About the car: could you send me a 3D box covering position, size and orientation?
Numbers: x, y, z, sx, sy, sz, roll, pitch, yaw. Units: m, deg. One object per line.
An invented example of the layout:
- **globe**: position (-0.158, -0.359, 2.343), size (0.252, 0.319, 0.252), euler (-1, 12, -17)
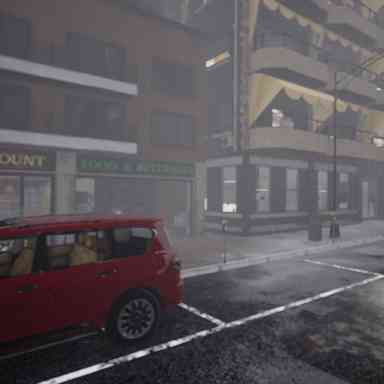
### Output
- **car**: position (-2.442, 1.314, 4.800), size (5.009, 1.841, 2.192), euler (0, 1, -36)
